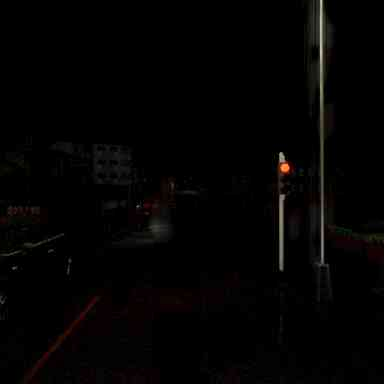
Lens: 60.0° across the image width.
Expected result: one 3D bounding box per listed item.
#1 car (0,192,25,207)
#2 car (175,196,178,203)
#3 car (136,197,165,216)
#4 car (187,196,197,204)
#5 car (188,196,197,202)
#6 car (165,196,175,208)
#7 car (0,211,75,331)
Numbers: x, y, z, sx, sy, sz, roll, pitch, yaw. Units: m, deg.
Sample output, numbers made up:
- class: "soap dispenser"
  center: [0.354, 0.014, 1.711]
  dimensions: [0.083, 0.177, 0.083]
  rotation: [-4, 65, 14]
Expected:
- class: "car"
  center: [-19.715, 0.985, 35.000]
  dimensions: [1.905, 1.878, 3.866]
  rotation: [0, 0, 35]
- class: "car"
  center: [-3.934, 1.492, 67.302]
  dimensions: [2.128, 1.511, 4.902]
  rotation: [0, 0, 1]
- class: "car"
  center: [-4.061, 1.352, 32.036]
  dimensions: [2.097, 1.767, 4.553]
  rotation: [0, 0, 0]
- class: "car"
  center: [0.082, 1.547, 66.201]
  dimensions: [2.033, 1.411, 5.357]
  rotation: [0, 0, 0]
- class: "car"
  center: [0.095, 1.583, 76.796]
  dimensions: [1.895, 1.301, 4.718]
  rotation: [0, 0, 0]
- class: "car"
  center: [-4.039, 1.491, 47.609]
  dimensions: [2.128, 1.511, 4.902]
  rotation: [0, 0, 0]
- class: "car"
  center: [-4.091, 1.352, 6.750]
  dimensions: [2.097, 1.767, 4.553]
  rotation: [0, 0, 0]
